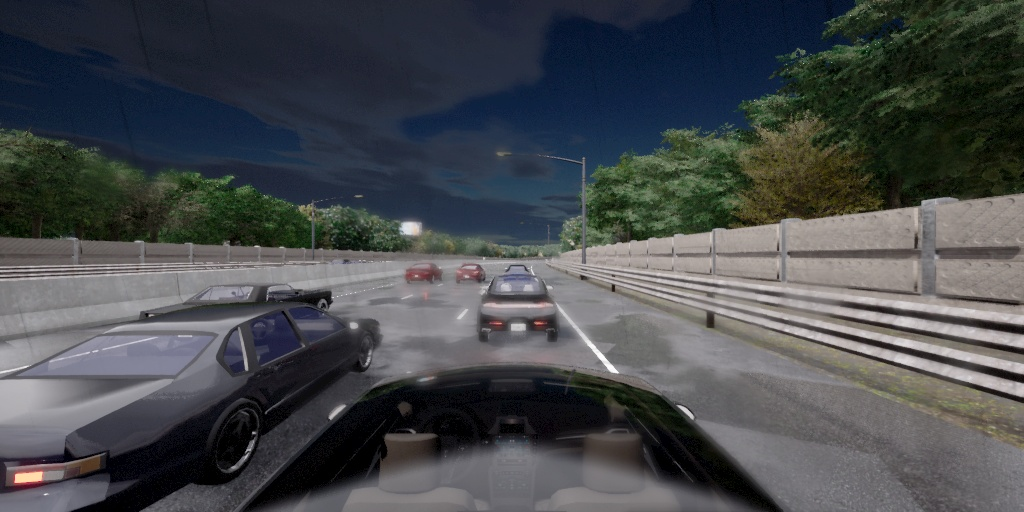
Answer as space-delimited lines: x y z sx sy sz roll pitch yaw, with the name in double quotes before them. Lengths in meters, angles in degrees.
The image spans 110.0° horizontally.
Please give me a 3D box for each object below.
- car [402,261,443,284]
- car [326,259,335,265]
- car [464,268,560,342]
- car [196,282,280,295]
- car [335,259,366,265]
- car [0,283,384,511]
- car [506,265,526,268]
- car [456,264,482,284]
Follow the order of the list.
"car" -6.584 1.246 27.382 1.882 1.535 5.008 0 0 1
"car" -23.584 1.174 49.058 2.097 1.767 4.553 0 0 3
"car" 0.147 1.244 9.749 2.128 1.511 4.902 0 0 0
"car" -6.855 1.352 9.763 1.895 1.301 4.718 0 0 0
"car" -20.199 1.305 46.261 2.128 1.511 4.902 0 0 2
"car" -3.374 1.297 4.545 2.033 1.411 5.357 0 0 -1
"car" 0.405 1.334 26.761 1.994 1.385 4.181 0 0 1
"car" -3.092 1.295 27.374 1.812 1.442 4.674 0 0 1
